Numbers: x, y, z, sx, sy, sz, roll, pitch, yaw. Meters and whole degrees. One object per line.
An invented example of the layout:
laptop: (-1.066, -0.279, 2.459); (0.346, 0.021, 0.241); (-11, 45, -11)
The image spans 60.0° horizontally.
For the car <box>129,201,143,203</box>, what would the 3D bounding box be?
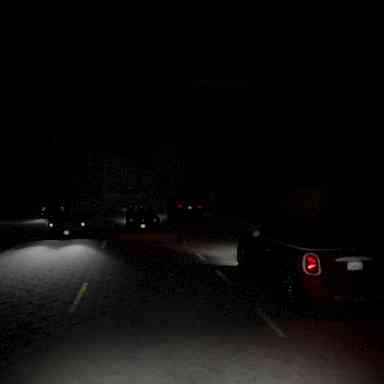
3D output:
car: (-6.386, 1.648, 37.997); (1.895, 1.301, 4.718); (0, 0, -11)

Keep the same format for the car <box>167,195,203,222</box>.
car: (-0.639, 1.232, 26.451); (2.150, 2.045, 5.566); (0, 0, -11)

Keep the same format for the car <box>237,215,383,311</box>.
car: (2.608, 1.339, 8.036); (2.097, 1.767, 4.553); (0, 0, -8)

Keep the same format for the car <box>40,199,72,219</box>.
car: (-12.221, 1.429, 30.253); (2.097, 1.767, 4.553); (0, 0, -10)

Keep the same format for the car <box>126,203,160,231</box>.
car: (-3.138, 1.625, 20.789); (1.895, 1.301, 4.718); (0, 0, -11)

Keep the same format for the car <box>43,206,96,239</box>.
car: (-6.361, 1.642, 18.011); (1.895, 1.301, 4.718); (0, 0, -11)
